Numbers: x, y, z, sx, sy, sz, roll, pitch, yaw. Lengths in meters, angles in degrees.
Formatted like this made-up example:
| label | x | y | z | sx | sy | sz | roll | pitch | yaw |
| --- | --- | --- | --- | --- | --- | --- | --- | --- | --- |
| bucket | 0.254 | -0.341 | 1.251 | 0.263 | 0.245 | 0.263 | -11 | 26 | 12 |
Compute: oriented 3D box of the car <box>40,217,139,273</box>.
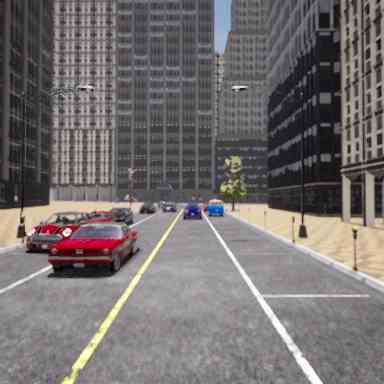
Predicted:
| label | x | y | z | sx | sy | sz | roll | pitch | yaw |
| --- | --- | --- | --- | --- | --- | --- | --- | --- | --- |
| car | -3.106 | 1.746 | 11.367 | 1.895 | 1.301 | 4.718 | 0 | -1 | 0 |

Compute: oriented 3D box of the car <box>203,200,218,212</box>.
| label | x | y | z | sx | sy | sz | roll | pitch | yaw |
| --- | --- | --- | --- | --- | --- | --- | --- | --- | --- |
| car | 2.673 | 2.054 | 48.795 | 1.967 | 1.590 | 4.097 | 1 | -1 | 0 |

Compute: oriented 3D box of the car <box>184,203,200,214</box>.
| label | x | y | z | sx | sy | sz | roll | pitch | yaw |
| --- | --- | --- | --- | --- | --- | --- | --- | --- | --- |
| car | 0.026 | 2.158 | 44.195 | 1.895 | 1.301 | 4.718 | 0 | -1 | 1 |

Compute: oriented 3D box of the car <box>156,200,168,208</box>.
| label | x | y | z | sx | sy | sz | roll | pitch | yaw |
| --- | --- | --- | --- | --- | --- | --- | --- | --- | --- |
| car | -5.848 | 2.374 | 65.722 | 2.008 | 1.369 | 4.403 | 1 | -1 | 0 |

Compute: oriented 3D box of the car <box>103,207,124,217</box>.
| label | x | y | z | sx | sy | sz | roll | pitch | yaw |
| --- | --- | --- | --- | --- | --- | --- | --- | --- | --- |
| car | -5.693 | 1.844 | 20.586 | 1.802 | 1.307 | 4.206 | 1 | -1 | 0 |

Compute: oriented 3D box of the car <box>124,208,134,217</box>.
| label | x | y | z | sx | sy | sz | roll | pitch | yaw |
| --- | --- | --- | --- | --- | --- | --- | --- | --- | --- |
| car | -5.697 | 1.898 | 26.228 | 1.947 | 1.339 | 4.313 | 1 | -1 | 0 |

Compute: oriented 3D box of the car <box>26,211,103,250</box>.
| label | x | y | z | sx | sy | sz | roll | pitch | yaw |
| --- | --- | --- | --- | --- | --- | --- | --- | --- | --- |
| car | -5.689 | 1.631 | 14.945 | 1.967 | 1.590 | 4.097 | 1 | -1 | 0 |

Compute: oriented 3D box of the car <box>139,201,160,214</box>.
| label | x | y | z | sx | sy | sz | roll | pitch | yaw |
| --- | --- | --- | --- | --- | --- | --- | --- | --- | --- |
| car | -5.706 | 2.110 | 43.155 | 1.947 | 1.339 | 4.313 | 1 | -1 | 0 |

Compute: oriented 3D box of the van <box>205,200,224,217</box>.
| label | x | y | z | sx | sy | sz | roll | pitch | yaw |
| --- | --- | --- | --- | --- | --- | --- | --- | --- | --- |
| van | 2.681 | 1.815 | 37.514 | 1.690 | 1.788 | 3.998 | 1 | -1 | 0 |

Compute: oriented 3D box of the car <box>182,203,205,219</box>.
| label | x | y | z | sx | sy | sz | roll | pitch | yaw |
| --- | --- | --- | --- | --- | --- | --- | --- | --- | --- |
| car | 0.068 | 1.951 | 33.643 | 1.812 | 1.442 | 4.674 | 0 | -1 | 0 |

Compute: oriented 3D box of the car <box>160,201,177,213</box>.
| label | x | y | z | sx | sy | sz | roll | pitch | yaw |
| --- | --- | --- | --- | --- | --- | --- | --- | --- | --- |
| car | -3.121 | 2.082 | 46.921 | 2.128 | 1.511 | 4.902 | 0 | -1 | 0 |
